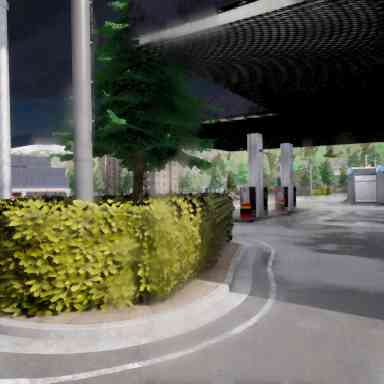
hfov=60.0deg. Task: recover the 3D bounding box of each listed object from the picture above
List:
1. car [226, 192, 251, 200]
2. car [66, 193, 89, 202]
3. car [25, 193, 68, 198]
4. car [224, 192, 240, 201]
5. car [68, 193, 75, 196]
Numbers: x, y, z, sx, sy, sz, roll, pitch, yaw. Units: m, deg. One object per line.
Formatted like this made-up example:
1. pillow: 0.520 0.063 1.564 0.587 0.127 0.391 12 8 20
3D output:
1. car: 9.248 0.811 66.473 4.514 1.523 2.007 -1 1 35
2. car: -22.855 1.103 66.463 4.605 1.855 1.932 -1 1 35
3. car: -14.737 1.183 33.565 3.866 1.878 1.905 -1 1 35
4. car: 7.475 0.850 63.885 5.027 1.636 2.152 -1 1 35
5. car: -24.201 1.123 63.855 3.866 1.878 1.905 -1 1 35
